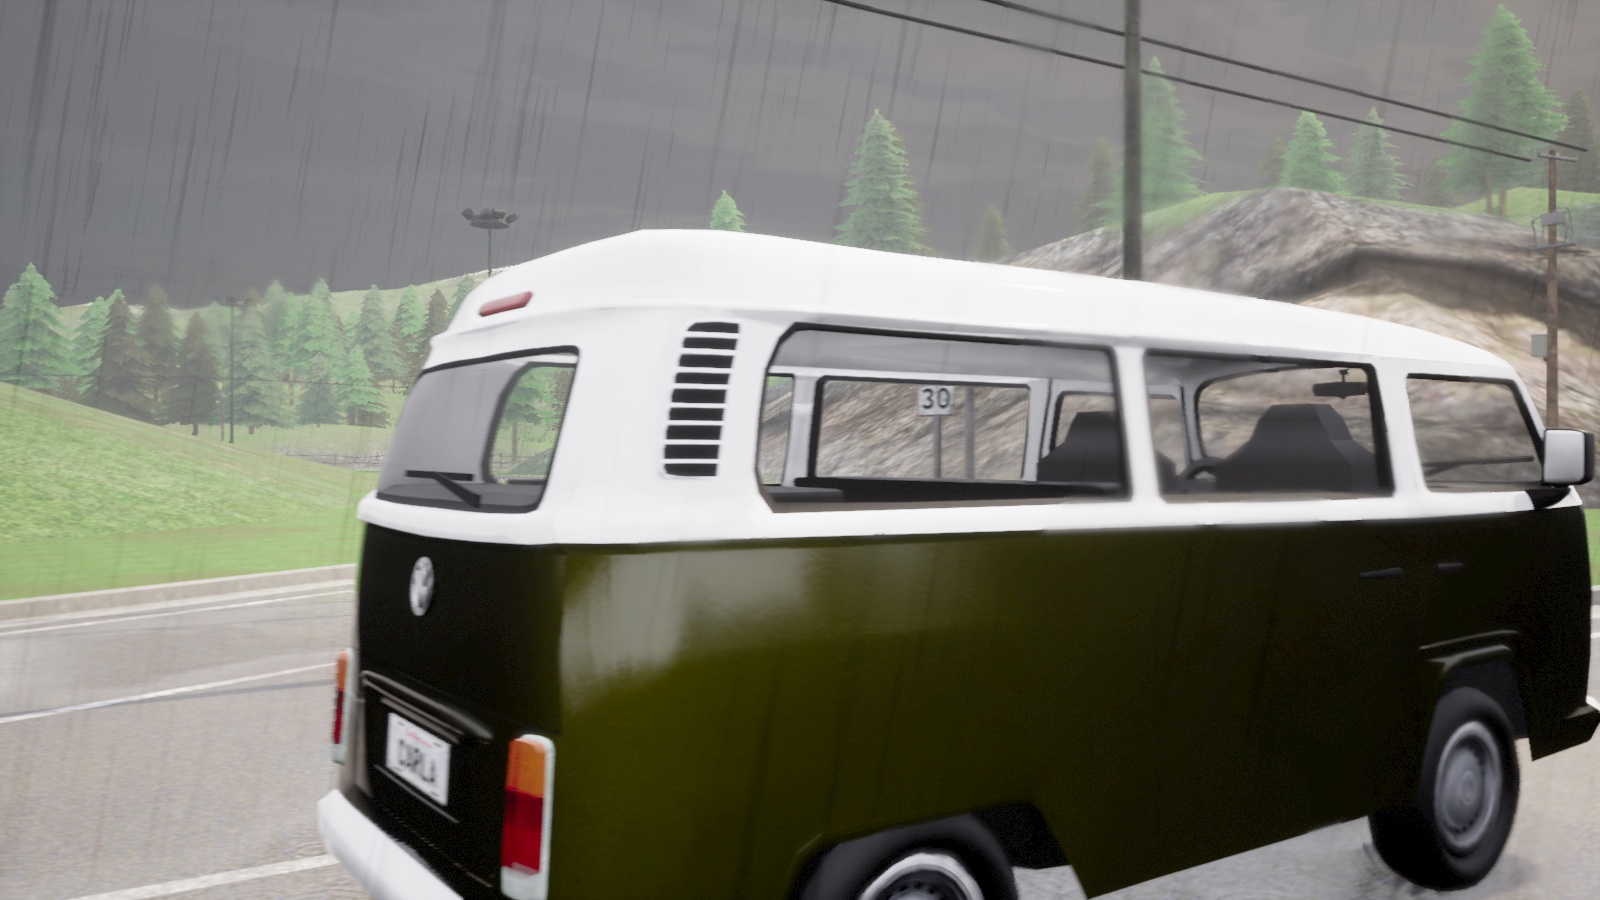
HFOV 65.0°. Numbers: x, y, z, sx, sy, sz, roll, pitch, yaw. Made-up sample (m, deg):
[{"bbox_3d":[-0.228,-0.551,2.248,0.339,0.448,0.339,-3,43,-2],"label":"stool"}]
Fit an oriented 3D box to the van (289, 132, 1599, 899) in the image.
[{"bbox_3d":[0.871,0.477,4.266,4.480,2.038,2.069,0,0,-35],"label":"van"}]
